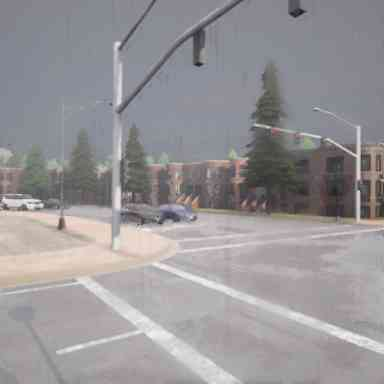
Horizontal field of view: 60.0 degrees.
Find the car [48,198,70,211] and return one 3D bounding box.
[{"bbox_3d":[-17.876,1.622,43.046,4.892,1.490,1.837,0,-1,29],"label":"car"}]

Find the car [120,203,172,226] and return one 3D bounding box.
[{"bbox_3d":[-3.764,1.628,24.478,1.837,1.490,4.892,1,0,-37],"label":"car"}]

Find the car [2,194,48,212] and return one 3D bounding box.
[{"bbox_3d":[-20.754,1.298,40.719,5.566,2.045,2.150,0,-1,27],"label":"car"}]

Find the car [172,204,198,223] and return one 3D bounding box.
[{"bbox_3d":[-1.465,1.688,27.247,1.812,1.442,4.674,1,0,-37],"label":"car"}]
